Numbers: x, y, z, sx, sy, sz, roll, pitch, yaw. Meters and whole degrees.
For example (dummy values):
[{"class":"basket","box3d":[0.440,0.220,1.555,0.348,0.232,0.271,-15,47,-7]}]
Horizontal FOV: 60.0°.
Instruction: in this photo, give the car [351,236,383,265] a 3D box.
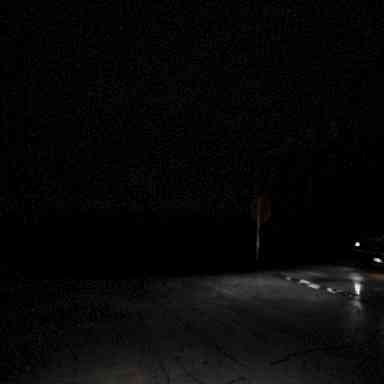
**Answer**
[{"class":"car","box3d":[7.681,1.837,11.418,4.718,1.301,1.895,1,-2,-30]}]
